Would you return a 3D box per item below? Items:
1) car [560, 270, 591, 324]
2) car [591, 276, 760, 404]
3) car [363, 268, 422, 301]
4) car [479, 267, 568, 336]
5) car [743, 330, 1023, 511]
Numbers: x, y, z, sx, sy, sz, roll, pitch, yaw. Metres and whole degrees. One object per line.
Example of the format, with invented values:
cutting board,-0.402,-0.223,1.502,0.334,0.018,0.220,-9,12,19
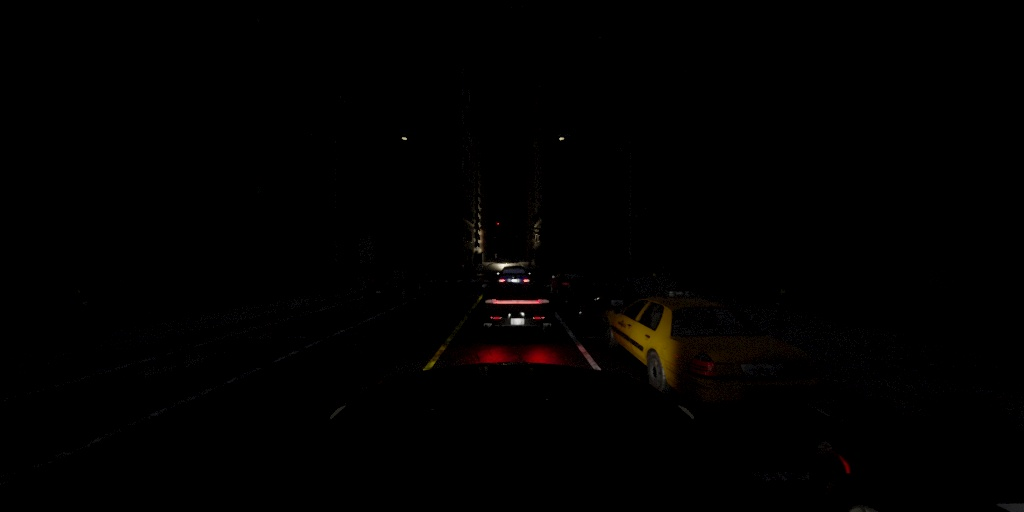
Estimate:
car,2.880,1.311,11.841,1.948,1.339,4.313,0,0,0
car,2.877,1.273,6.425,1.751,1.417,4.829,0,0,0
car,-5.661,1.287,17.430,1.888,1.381,4.507,0,0,0
car,0.108,1.238,10.366,2.128,1.511,4.902,0,0,0
car,2.872,1.301,0.669,2.007,1.370,4.403,0,0,0
